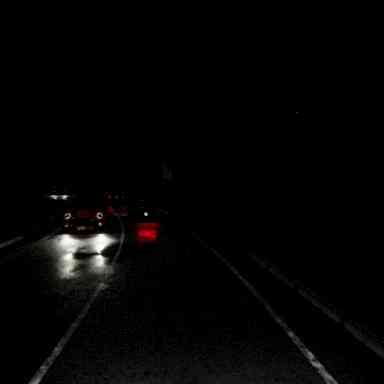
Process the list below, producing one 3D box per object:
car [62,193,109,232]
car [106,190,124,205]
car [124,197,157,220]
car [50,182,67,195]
[{"bbox_3d":[-5.943,1.172,18.756,2.097,1.767,4.553,0,1,-13],"label":"car"},{"bbox_3d":[-9.628,0.567,40.433,2.097,1.767,4.553,1,2,-25],"label":"car"},{"bbox_3d":[-3.830,1.235,25.332,1.837,1.490,4.892,1,1,-16],"label":"car"},{"bbox_3d":[-22.939,-0.679,56.965,2.150,2.045,5.566,2,2,-30],"label":"car"}]
